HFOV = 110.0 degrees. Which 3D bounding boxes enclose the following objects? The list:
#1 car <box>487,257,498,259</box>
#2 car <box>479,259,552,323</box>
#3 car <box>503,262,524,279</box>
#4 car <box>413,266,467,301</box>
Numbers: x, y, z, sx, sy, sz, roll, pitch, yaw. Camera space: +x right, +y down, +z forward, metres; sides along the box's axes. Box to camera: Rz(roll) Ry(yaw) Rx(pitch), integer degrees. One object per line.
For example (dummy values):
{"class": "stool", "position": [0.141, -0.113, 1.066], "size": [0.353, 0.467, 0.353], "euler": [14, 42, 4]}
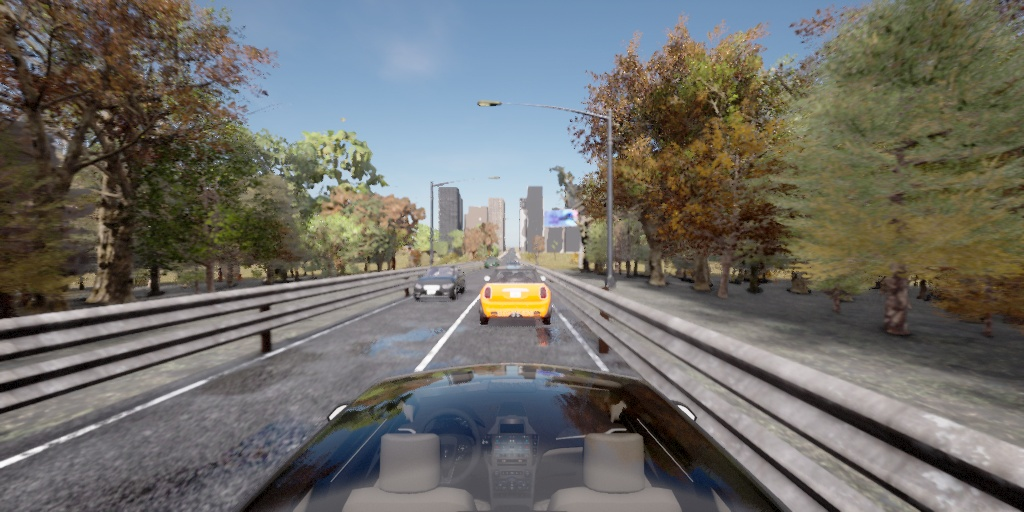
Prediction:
{"class": "car", "position": [-3.314, 1.119, 59.490], "size": [2.150, 2.045, 5.566], "euler": [0, 0, 1]}
{"class": "car", "position": [0.102, 1.092, 12.152], "size": [2.097, 1.767, 4.553], "euler": [0, 0, 0]}
{"class": "car", "position": [0.098, 1.313, 34.027], "size": [1.837, 1.490, 4.892], "euler": [0, 0, 0]}
{"class": "car", "position": [-3.348, 1.242, 17.336], "size": [2.128, 1.511, 4.902], "euler": [0, 0, 0]}
